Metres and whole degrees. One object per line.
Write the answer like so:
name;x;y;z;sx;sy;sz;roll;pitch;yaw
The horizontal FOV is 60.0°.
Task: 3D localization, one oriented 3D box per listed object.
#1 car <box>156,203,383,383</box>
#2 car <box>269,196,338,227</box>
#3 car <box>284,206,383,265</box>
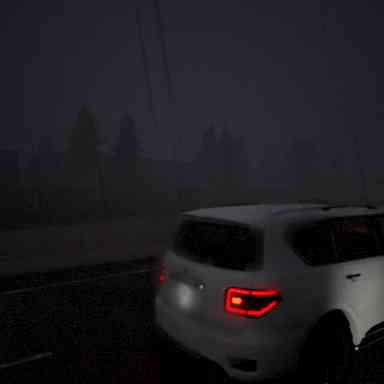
car;2.125;1.189;5.268;5.566;2.045;2.150;-1;1;-35
car;7.516;1.211;22.255;4.553;1.767;2.097;-1;0;-36
car;5.777;1.391;12.170;5.008;1.535;1.882;-1;0;-35
